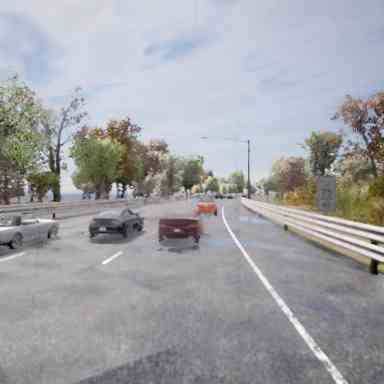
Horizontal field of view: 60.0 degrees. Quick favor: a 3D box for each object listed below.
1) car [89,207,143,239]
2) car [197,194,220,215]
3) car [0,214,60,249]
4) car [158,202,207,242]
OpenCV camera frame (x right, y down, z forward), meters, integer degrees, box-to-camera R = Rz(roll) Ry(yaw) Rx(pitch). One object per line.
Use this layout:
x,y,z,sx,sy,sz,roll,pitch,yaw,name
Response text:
-3.886,1.534,17.474,1.812,1.442,4.674,0,0,5,car
1.546,1.375,34.378,2.097,1.767,4.553,0,0,4,car
-7.646,1.605,14.445,1.895,1.301,4.718,0,0,4,car
-0.441,1.487,16.654,1.882,1.535,5.008,0,0,5,car
